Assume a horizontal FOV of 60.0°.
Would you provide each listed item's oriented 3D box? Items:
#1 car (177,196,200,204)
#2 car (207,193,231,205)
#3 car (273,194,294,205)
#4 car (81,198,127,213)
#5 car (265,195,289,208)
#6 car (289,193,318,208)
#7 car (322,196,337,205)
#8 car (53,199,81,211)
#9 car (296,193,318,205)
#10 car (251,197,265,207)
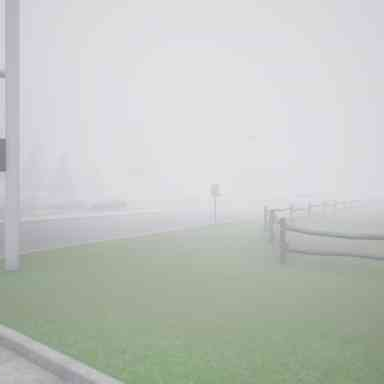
[{"bbox_3d":[-0.565,1.545,62.441,2.033,1.411,5.357,0,0,36],"label":"car"},{"bbox_3d":[4.805,1.221,57.927,2.150,2.045,5.566,0,0,36],"label":"car"},{"bbox_3d":[16.765,1.351,60.719,2.097,1.767,4.553,0,0,36],"label":"car"},{"bbox_3d":[-9.550,1.490,37.509,2.128,1.511,4.902,0,0,35],"label":"car"},{"bbox_3d":[13.021,1.350,49.385,2.097,1.767,4.553,0,0,35],"label":"car"},{"bbox_3d":[16.505,1.222,48.258,2.150,2.045,5.566,0,0,36],"label":"car"},{"bbox_3d":[24.387,1.525,59.105,1.812,1.442,4.674,0,0,36],"label":"car"},{"bbox_3d":[-15.167,1.560,41.691,1.994,1.385,4.181,0,0,35],"label":"car"},{"bbox_3d":[20.796,1.220,60.123,2.150,2.045,5.566,0,0,37],"label":"car"},{"bbox_3d":[11.246,1.546,53.001,2.033,1.411,5.357,0,0,36],"label":"car"}]
